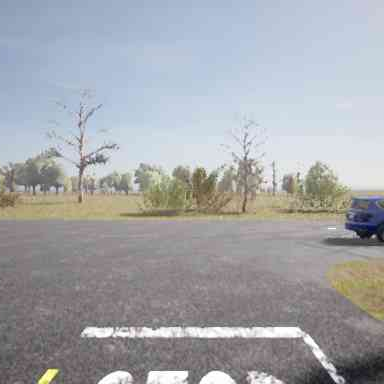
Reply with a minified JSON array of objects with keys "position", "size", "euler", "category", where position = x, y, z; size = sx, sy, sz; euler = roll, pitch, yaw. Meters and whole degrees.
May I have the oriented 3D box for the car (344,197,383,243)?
[{"position":[10.070,1.252,15.531],"size":[5.566,2.045,2.150],"euler":[0,0,-2],"category":"car"}]
